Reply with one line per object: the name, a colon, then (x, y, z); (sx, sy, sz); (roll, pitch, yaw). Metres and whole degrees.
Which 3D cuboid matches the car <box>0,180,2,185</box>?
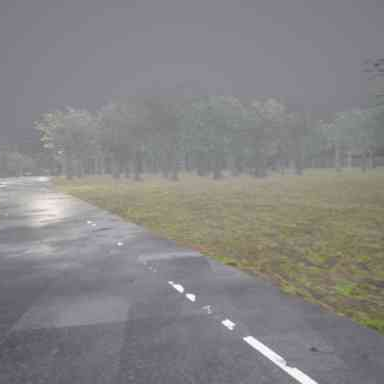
car: (-39.184, -1.930, 66.242); (1.812, 1.442, 4.674); (-4, 6, -24)
